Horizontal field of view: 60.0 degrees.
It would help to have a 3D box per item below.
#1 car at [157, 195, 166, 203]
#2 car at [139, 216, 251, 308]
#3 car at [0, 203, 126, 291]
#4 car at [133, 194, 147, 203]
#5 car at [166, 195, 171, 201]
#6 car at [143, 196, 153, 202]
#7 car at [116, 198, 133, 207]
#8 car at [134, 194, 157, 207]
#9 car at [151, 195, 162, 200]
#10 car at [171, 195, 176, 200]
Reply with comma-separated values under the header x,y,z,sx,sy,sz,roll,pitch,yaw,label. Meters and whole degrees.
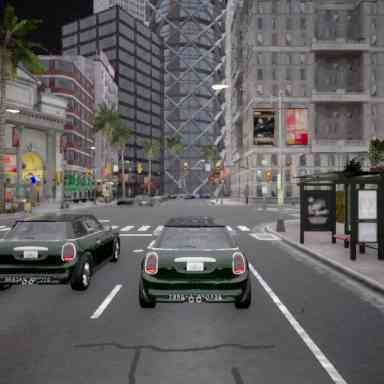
x,y,z,sx,sy,sz,roll,pitch,yaw,label
-6.960,1.526,67.509,1.812,1.442,4.674,0,0,0,car
0.070,1.352,8.063,2.097,1.767,4.553,0,0,0,car
-3.422,1.352,9.208,2.097,1.767,4.553,0,0,0,car
-10.460,1.353,67.360,2.097,1.767,4.553,0,0,0,car
-6.934,1.540,79.321,2.033,1.411,5.357,0,0,0,car
-10.434,1.595,78.950,1.895,1.301,4.718,0,0,0,car
-10.550,1.601,52.356,1.895,1.301,4.718,0,0,0,car
-7.012,1.491,50.884,2.128,1.511,4.902,0,0,-1,car
-9.578,1.552,90.914,1.994,1.385,4.181,0,0,10,car
-5.744,1.478,92.213,1.882,1.535,5.008,0,0,13,car
